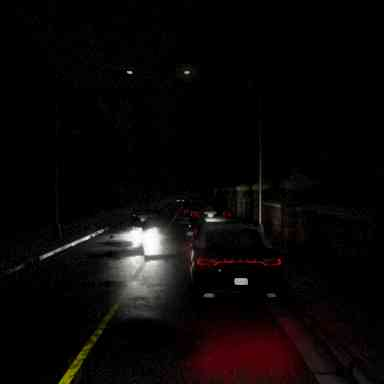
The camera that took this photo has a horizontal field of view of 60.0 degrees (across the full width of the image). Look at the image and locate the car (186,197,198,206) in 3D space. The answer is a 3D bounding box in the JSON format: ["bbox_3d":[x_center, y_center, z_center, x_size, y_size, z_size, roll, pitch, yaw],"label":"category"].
[{"bbox_3d":[-0.038,1.607,58.539,1.994,1.385,4.181,0,0,0],"label":"car"}]

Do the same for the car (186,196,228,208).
[{"bbox_3d":[0.888,1.229,18.564,2.150,2.045,5.566,0,0,0],"label":"car"}]

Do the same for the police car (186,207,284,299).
[{"bbox_3d":[0.895,1.426,8.644,1.930,1.638,5.238,0,0,0],"label":"police car"}]

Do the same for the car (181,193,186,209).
[{"bbox_3d":[-0.013,1.377,45.283,2.097,1.767,4.553,0,0,0],"label":"car"}]

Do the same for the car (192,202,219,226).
[{"bbox_3d":[0.884,1.533,24.534,1.812,1.442,4.674,0,0,0],"label":"car"}]

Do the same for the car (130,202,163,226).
[{"bbox_3d":[-3.114,1.497,23.501,2.128,1.511,4.902,0,0,0],"label":"car"}]

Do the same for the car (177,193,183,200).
[{"bbox_3d":[-3.061,1.308,95.129,2.150,2.045,5.566,0,0,0],"label":"car"}]
